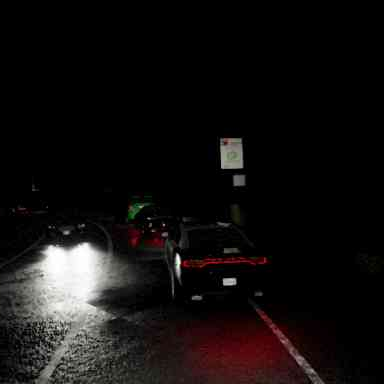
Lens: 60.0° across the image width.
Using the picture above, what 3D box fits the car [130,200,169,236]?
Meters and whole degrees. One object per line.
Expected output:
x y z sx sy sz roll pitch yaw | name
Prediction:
-2.051 1.449 18.592 1.882 1.535 5.008 -2 0 -18 | car

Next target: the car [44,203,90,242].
-6.396 1.576 17.178 2.128 1.511 4.902 -1 0 -19 | car

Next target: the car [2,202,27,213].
-27.555 2.352 51.565 4.892 1.490 1.837 -3 2 34 | car

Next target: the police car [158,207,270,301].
0.296 1.403 8.525 1.930 1.638 5.238 -1 0 -8 | police car

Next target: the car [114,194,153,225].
-4.260 1.213 24.490 2.150 2.045 5.566 -2 0 -23 | car

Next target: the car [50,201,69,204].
-17.047 1.862 42.283 4.902 1.511 2.128 -2 2 45 | car
